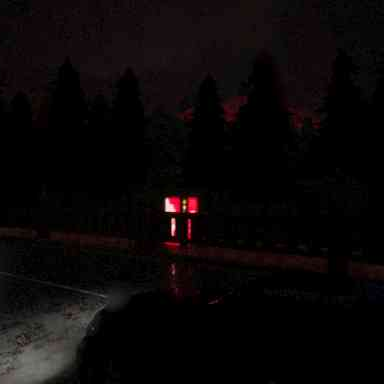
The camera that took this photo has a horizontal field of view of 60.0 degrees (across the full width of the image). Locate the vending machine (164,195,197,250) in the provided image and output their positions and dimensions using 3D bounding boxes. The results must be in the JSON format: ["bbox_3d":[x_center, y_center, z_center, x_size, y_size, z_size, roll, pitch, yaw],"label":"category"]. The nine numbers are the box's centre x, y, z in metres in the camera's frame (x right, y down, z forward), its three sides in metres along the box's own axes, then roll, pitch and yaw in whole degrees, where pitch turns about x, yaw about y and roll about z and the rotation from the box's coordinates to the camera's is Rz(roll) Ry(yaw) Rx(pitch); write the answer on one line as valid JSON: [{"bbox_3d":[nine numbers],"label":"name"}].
[{"bbox_3d":[-0.438,1.194,13.472,0.880,2.100,1.100,0,0,31],"label":"vending machine"}]

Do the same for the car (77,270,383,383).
[{"bbox_3d":[0.912,1.525,3.151,4.674,1.442,1.812,0,0,35],"label":"car"}]

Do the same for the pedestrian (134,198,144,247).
[{"bbox_3d":[-1.994,1.140,12.705,0.375,1.860,0.375,0,0,31],"label":"pedestrian"}]
